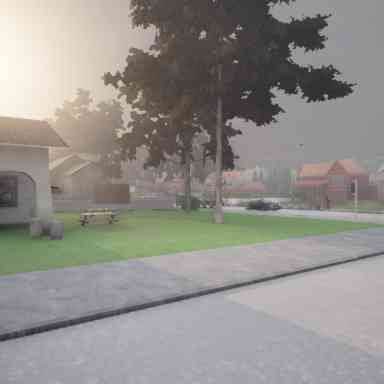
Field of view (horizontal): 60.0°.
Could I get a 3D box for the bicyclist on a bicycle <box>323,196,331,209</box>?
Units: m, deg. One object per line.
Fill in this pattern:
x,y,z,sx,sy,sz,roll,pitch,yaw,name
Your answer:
16.758,1.349,41.316,1.656,1.620,0.582,0,0,-36,bicyclist on a bicycle

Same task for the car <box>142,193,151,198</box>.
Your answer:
-8.403,1.221,69.124,2.150,2.045,5.566,0,0,-36,car

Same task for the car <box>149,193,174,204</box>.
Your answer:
-4.982,1.477,57.289,1.882,1.535,5.008,0,0,-35,car

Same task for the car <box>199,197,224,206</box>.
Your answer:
2.852,1.547,53.469,2.033,1.411,5.357,0,0,-36,car

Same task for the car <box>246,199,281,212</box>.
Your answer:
8.272,1.564,38.735,1.994,1.385,4.181,0,0,-36,car
